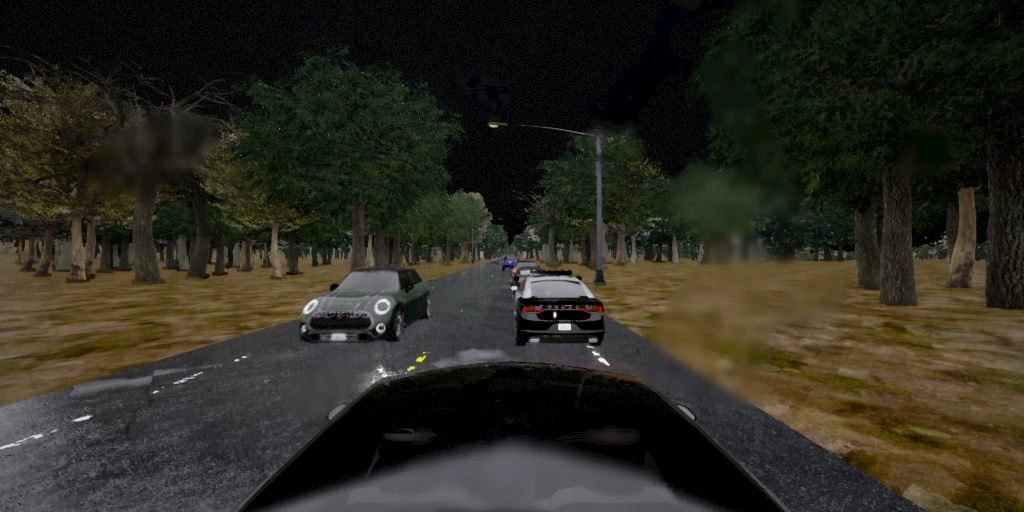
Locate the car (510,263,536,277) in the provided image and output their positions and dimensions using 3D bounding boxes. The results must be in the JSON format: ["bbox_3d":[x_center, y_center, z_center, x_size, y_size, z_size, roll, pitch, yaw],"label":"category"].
[{"bbox_3d":[0.964,1.279,19.468,1.812,1.442,4.674,0,0,0],"label":"car"}]

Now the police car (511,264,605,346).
[{"bbox_3d":[1.013,1.178,9.575,1.930,1.638,5.238,0,0,0],"label":"police car"}]

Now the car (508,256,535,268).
[{"bbox_3d":[0.934,1.101,25.439,2.097,1.767,4.553,0,0,0],"label":"car"}]

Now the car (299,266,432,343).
[{"bbox_3d":[-3.637,1.105,9.747,2.097,1.767,4.553,0,0,0],"label":"car"}]

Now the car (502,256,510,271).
[{"bbox_3d":[-0.207,0.952,49.465,2.150,2.045,5.566,0,0,0],"label":"car"}]
